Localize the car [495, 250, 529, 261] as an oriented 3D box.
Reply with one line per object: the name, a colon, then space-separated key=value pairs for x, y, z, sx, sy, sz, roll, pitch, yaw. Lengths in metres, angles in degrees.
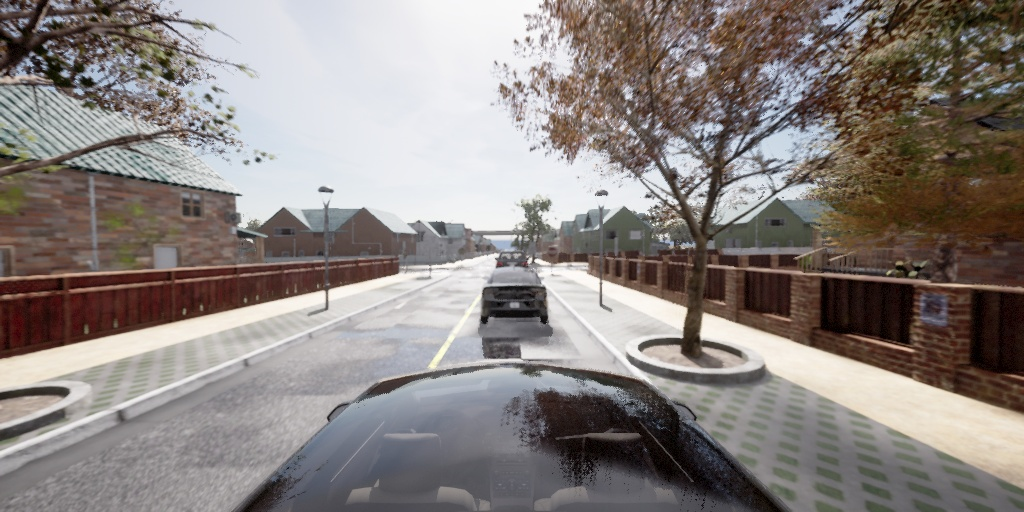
car: x=-0.001 y=0.636 z=24.267 sx=2.150 sy=2.045 sz=5.566 roll=0 pitch=1 yaw=0

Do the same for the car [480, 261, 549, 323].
car: x=0.056 y=1.081 z=11.585 sx=1.882 sy=1.535 sz=5.008 roll=0 pitch=0 yaw=0
